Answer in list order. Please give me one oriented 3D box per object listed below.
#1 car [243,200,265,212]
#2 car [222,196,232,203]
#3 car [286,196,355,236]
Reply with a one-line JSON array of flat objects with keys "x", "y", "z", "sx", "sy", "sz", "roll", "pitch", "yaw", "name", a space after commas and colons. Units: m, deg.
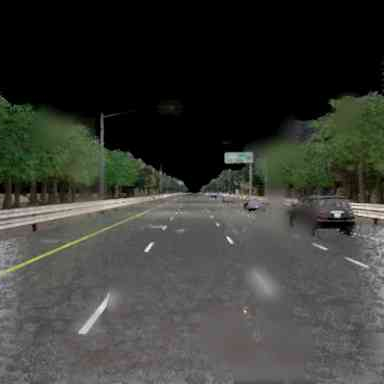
[{"x": 7.081, "y": 1.570, "z": 38.310, "sx": 1.994, "sy": 1.385, "sz": 4.181, "roll": 0, "pitch": 0, "yaw": 0, "name": "car"}, {"x": 7.258, "y": 1.525, "z": 68.918, "sx": 2.033, "sy": 1.411, "sz": 5.357, "roll": 0, "pitch": 0, "yaw": 0, "name": "car"}, {"x": 7.019, "y": 1.225, "z": 18.719, "sx": 2.150, "sy": 2.045, "sz": 5.566, "roll": 0, "pitch": 0, "yaw": 0, "name": "car"}]
